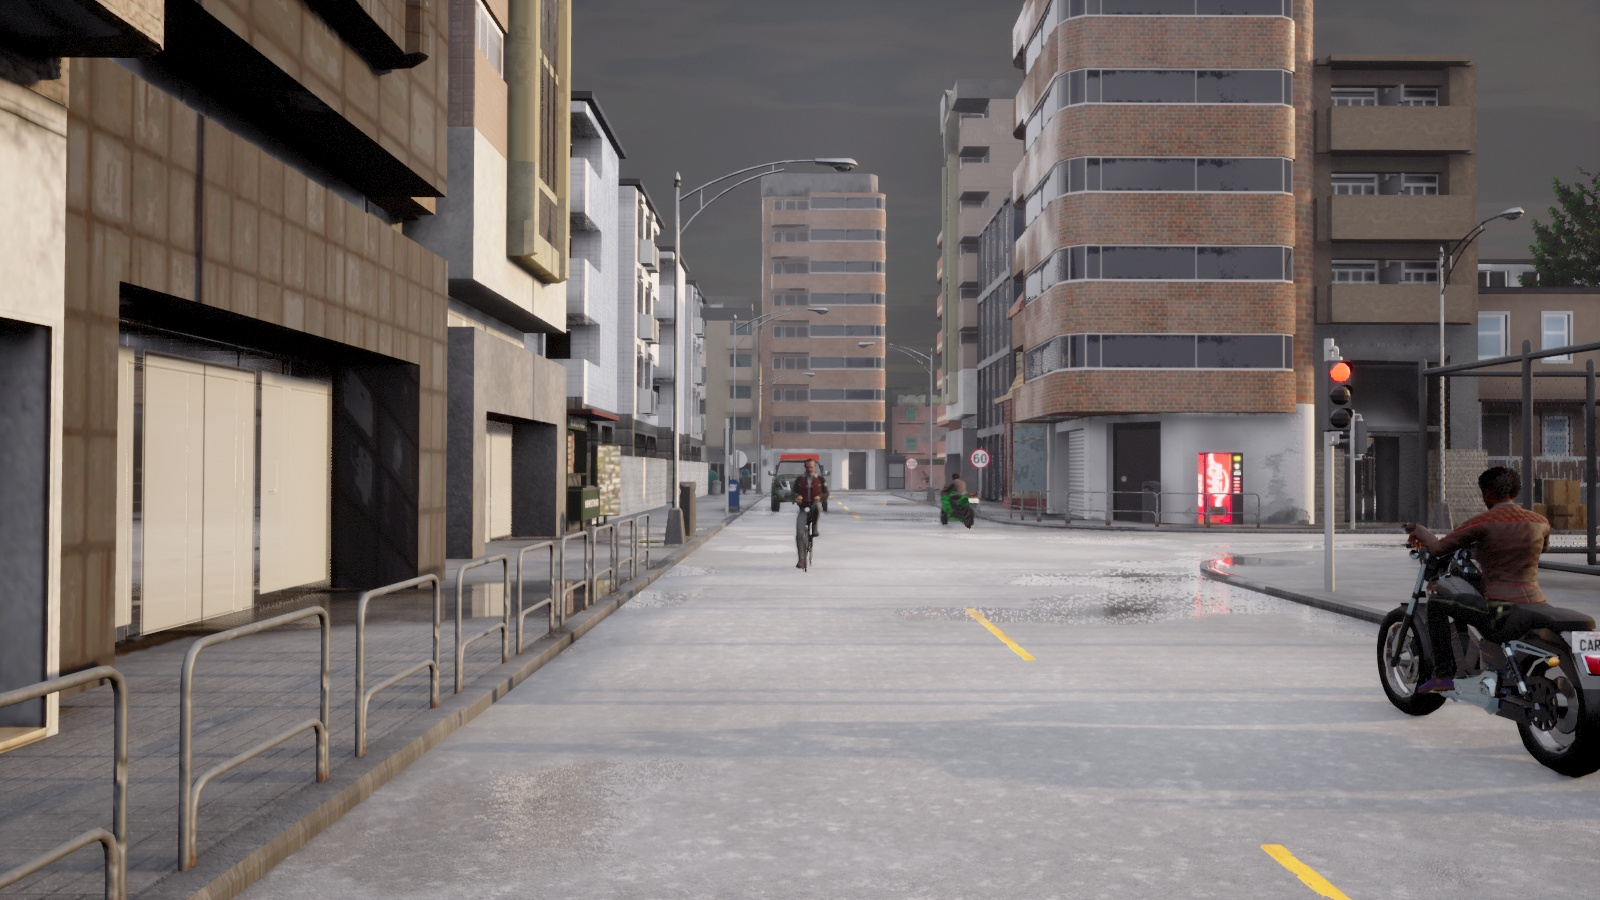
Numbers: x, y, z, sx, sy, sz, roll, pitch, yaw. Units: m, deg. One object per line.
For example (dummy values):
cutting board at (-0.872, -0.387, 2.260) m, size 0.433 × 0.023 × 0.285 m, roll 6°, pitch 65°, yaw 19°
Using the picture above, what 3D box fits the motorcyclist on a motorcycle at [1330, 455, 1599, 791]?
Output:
motorcyclist on a motorcycle at (3.999, 0.872, 7.367) m, size 0.766 × 1.649 × 2.350 m, roll 0°, pitch -1°, yaw 0°

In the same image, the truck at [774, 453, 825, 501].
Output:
truck at (-0.009, 1.456, 67.330) m, size 2.627 × 2.467 × 5.204 m, roll 0°, pitch -1°, yaw 0°

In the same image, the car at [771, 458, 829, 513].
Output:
car at (-0.029, 1.368, 49.796) m, size 2.150 × 2.045 × 5.566 m, roll 0°, pitch -1°, yaw -1°

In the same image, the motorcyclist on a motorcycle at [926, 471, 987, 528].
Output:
motorcyclist on a motorcycle at (4.316, 1.363, 34.844) m, size 0.797 × 1.523 × 2.044 m, roll 3°, pitch -2°, yaw -20°

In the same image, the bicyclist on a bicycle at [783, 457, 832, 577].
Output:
bicyclist on a bicycle at (0.131, 1.013, 19.578) m, size 0.659 × 1.776 × 1.843 m, roll 0°, pitch -1°, yaw 4°

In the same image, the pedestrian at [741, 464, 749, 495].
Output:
pedestrian at (-3.430, 1.849, 78.256) m, size 0.396 × 1.930 × 0.692 m, roll 0°, pitch -1°, yaw -9°
